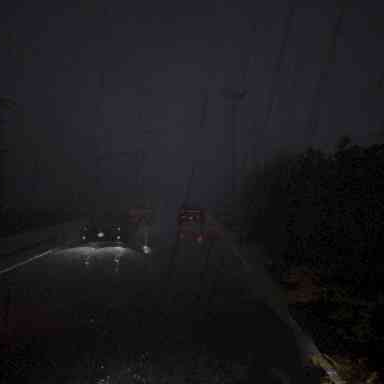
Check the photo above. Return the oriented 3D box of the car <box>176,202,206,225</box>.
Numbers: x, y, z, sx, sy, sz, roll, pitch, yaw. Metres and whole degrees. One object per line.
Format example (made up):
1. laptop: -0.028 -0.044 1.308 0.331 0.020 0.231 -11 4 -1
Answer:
1. car: -0.070 1.447 23.359 2.128 1.511 4.902 0 0 0

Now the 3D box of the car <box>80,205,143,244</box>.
1. car: -3.708 1.542 15.523 1.994 1.385 4.181 0 0 0

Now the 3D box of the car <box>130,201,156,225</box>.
1. car: -3.694 1.461 23.551 1.882 1.535 5.008 0 0 0
